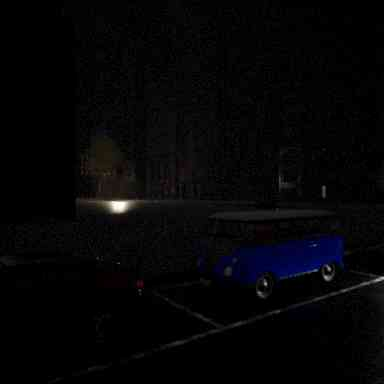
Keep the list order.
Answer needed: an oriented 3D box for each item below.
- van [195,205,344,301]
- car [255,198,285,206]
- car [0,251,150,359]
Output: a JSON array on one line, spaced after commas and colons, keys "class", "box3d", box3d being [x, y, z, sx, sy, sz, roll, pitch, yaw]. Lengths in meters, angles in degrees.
[{"class": "van", "box3d": [1.980, 1.336, 8.060, 3.998, 1.788, 1.690, 0, 0, -35]}, {"class": "car", "box3d": [10.684, 1.586, 45.666, 1.812, 1.442, 4.674, 0, 0, -36]}, {"class": "car", "box3d": [-2.643, 1.582, 4.764, 4.206, 1.307, 1.802, 0, 0, -35]}]
